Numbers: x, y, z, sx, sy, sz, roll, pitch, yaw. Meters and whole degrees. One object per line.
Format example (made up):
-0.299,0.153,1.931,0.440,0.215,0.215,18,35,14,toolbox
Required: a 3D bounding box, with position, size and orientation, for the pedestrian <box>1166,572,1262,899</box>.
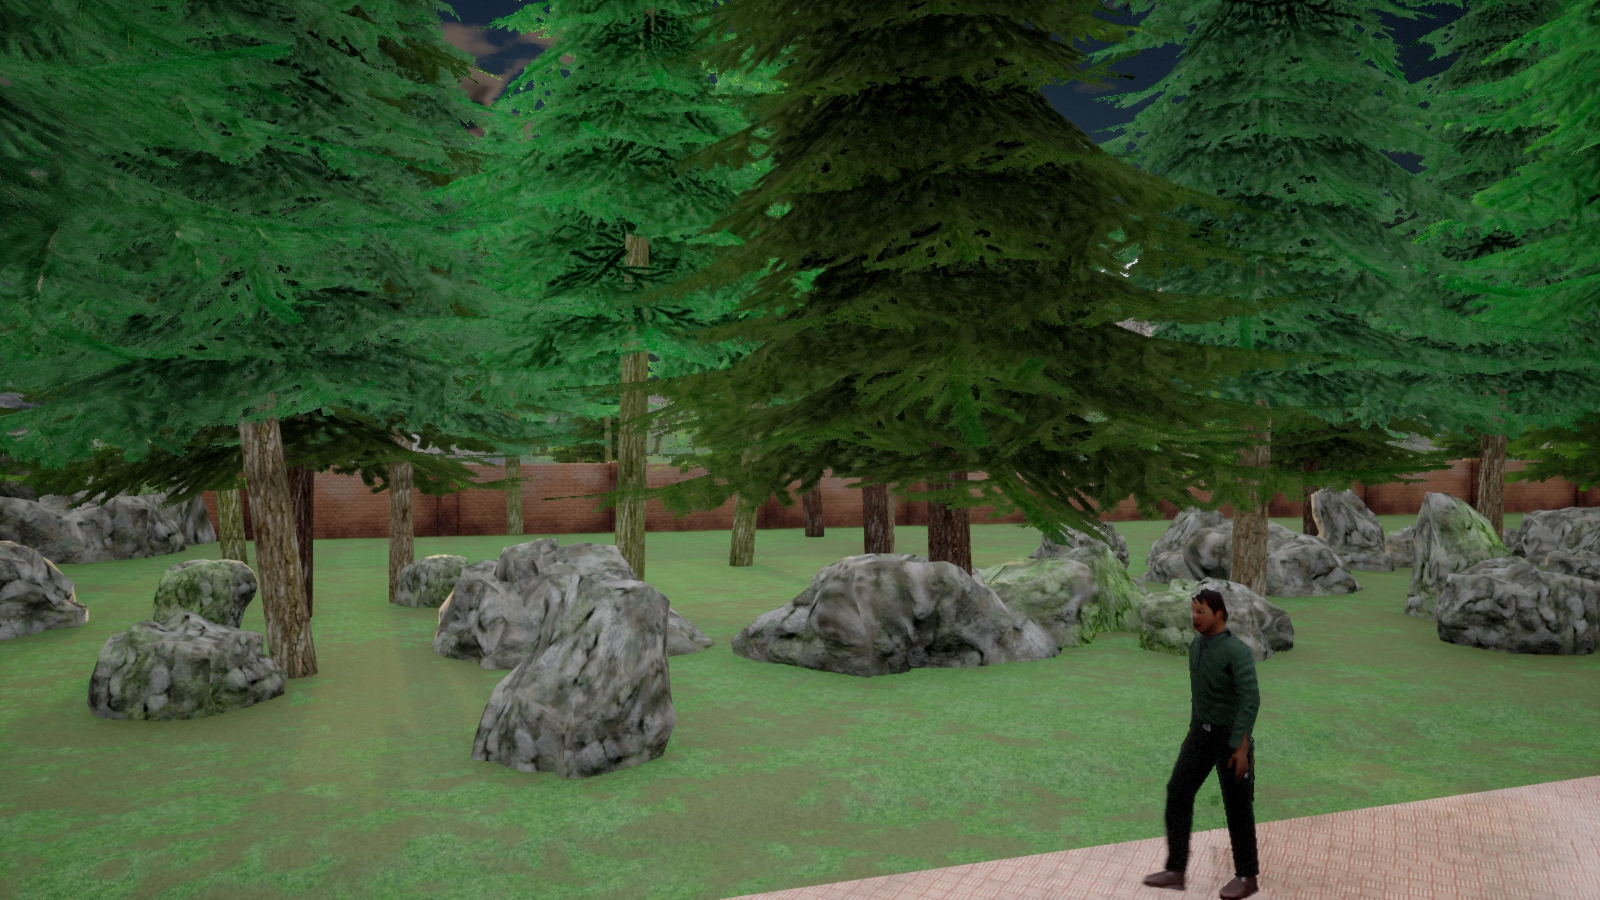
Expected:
2.408,1.667,6.665,0.375,1.860,0.375,0,0,-18,pedestrian
